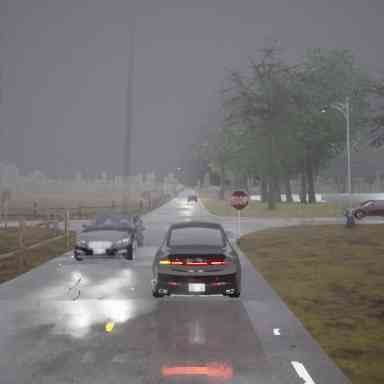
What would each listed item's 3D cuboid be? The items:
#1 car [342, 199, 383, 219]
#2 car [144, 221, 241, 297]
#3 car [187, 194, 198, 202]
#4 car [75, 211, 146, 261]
[{"bbox_3d":[14.075,1.300,25.683,4.674,1.442,1.812,-1,-1,0],"label":"car"},{"bbox_3d":[0.095,1.506,8.532,1.837,1.490,4.892,0,0,0],"label":"car"},{"bbox_3d":[0.094,1.211,68.062,1.837,1.490,4.892,0,1,0],"label":"car"},{"bbox_3d":[-2.813,1.494,12.328,2.128,1.511,4.902,0,0,-2],"label":"car"}]
